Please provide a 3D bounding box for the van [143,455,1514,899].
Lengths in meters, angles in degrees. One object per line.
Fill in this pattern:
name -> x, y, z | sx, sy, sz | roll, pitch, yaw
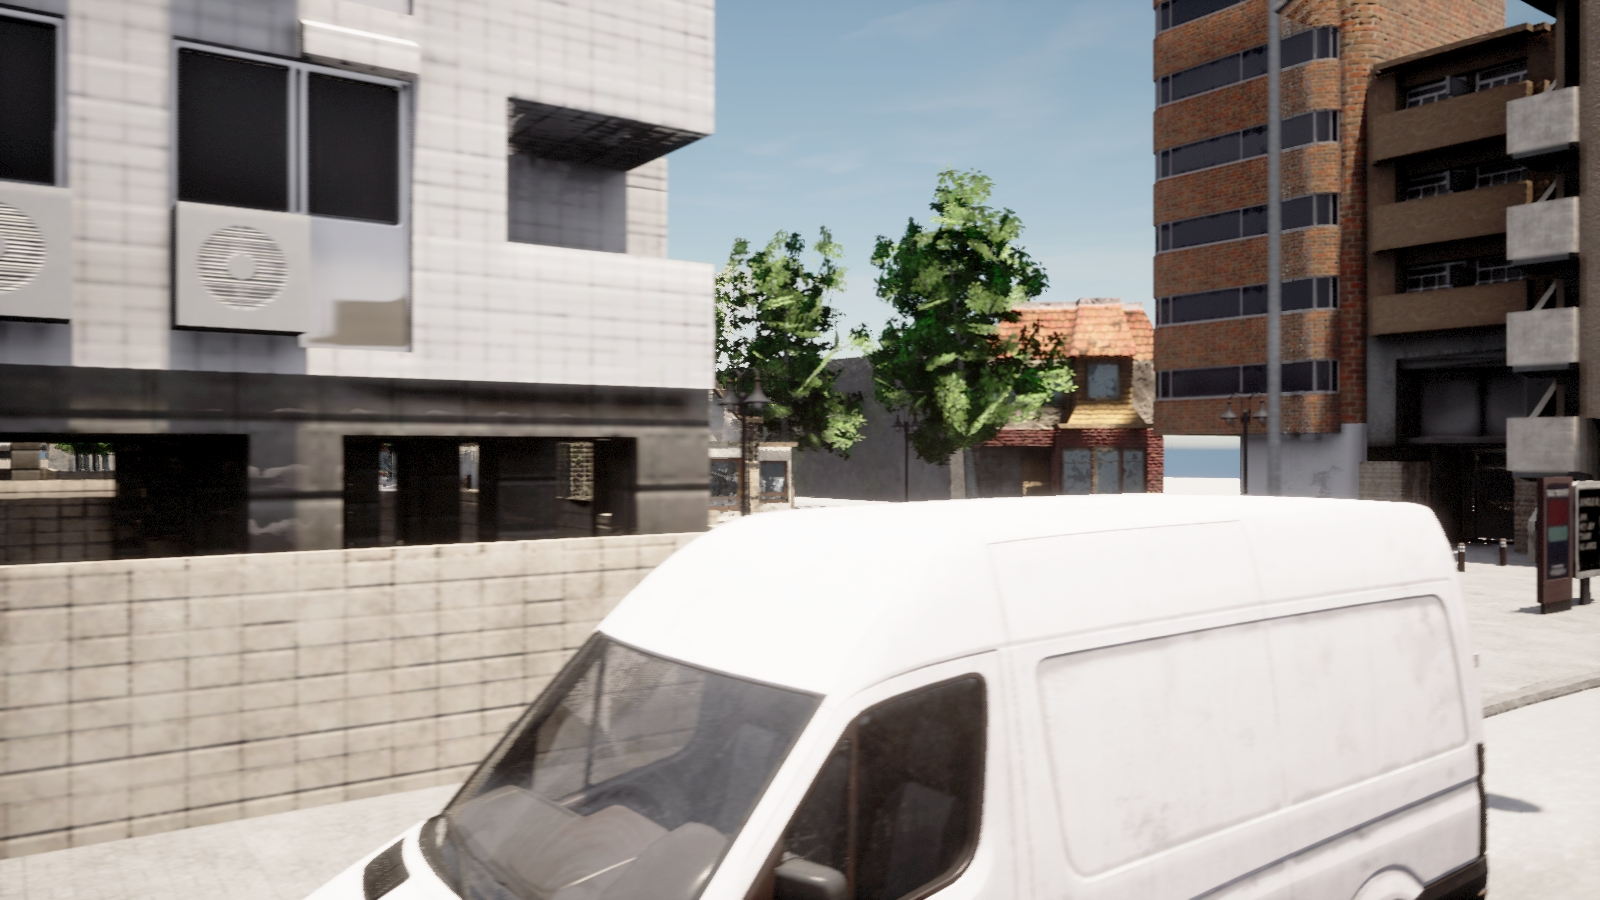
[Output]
van -> 0.672, 1.314, 4.936 | 5.915, 2.561, 1.988 | 0, 0, -36
